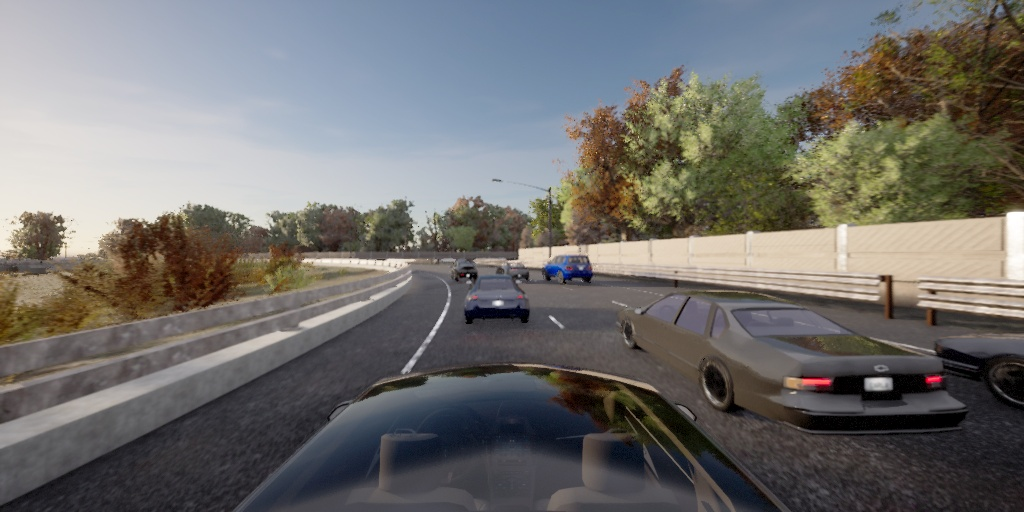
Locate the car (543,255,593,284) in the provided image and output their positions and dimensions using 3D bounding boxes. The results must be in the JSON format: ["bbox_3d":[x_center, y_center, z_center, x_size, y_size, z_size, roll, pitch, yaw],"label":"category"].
[{"bbox_3d":[4.039,0.935,26.662,2.150,2.045,5.566,0,0,-13],"label":"car"}]

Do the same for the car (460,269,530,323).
[{"bbox_3d":[-0.597,1.309,12.187,1.994,1.385,4.181,0,0,-6],"label":"car"}]

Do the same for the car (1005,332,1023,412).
[{"bbox_3d":[7.543,1.262,3.031,2.033,1.411,5.357,0,0,-8],"label":"car"}]

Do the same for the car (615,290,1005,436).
[{"bbox_3d":[3.417,1.279,5.962,2.033,1.411,5.357,0,0,-3],"label":"car"}]

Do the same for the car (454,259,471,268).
[{"bbox_3d":[-8.864,1.294,63.733,2.033,1.411,5.357,0,0,-18],"label":"car"}]

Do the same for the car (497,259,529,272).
[{"bbox_3d":[-0.028,1.223,28.480,2.128,1.511,4.902,0,0,-14],"label":"car"}]

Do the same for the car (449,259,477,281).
[{"bbox_3d":[-4.008,1.253,29.773,1.837,1.490,4.892,0,0,-16],"label":"car"}]
